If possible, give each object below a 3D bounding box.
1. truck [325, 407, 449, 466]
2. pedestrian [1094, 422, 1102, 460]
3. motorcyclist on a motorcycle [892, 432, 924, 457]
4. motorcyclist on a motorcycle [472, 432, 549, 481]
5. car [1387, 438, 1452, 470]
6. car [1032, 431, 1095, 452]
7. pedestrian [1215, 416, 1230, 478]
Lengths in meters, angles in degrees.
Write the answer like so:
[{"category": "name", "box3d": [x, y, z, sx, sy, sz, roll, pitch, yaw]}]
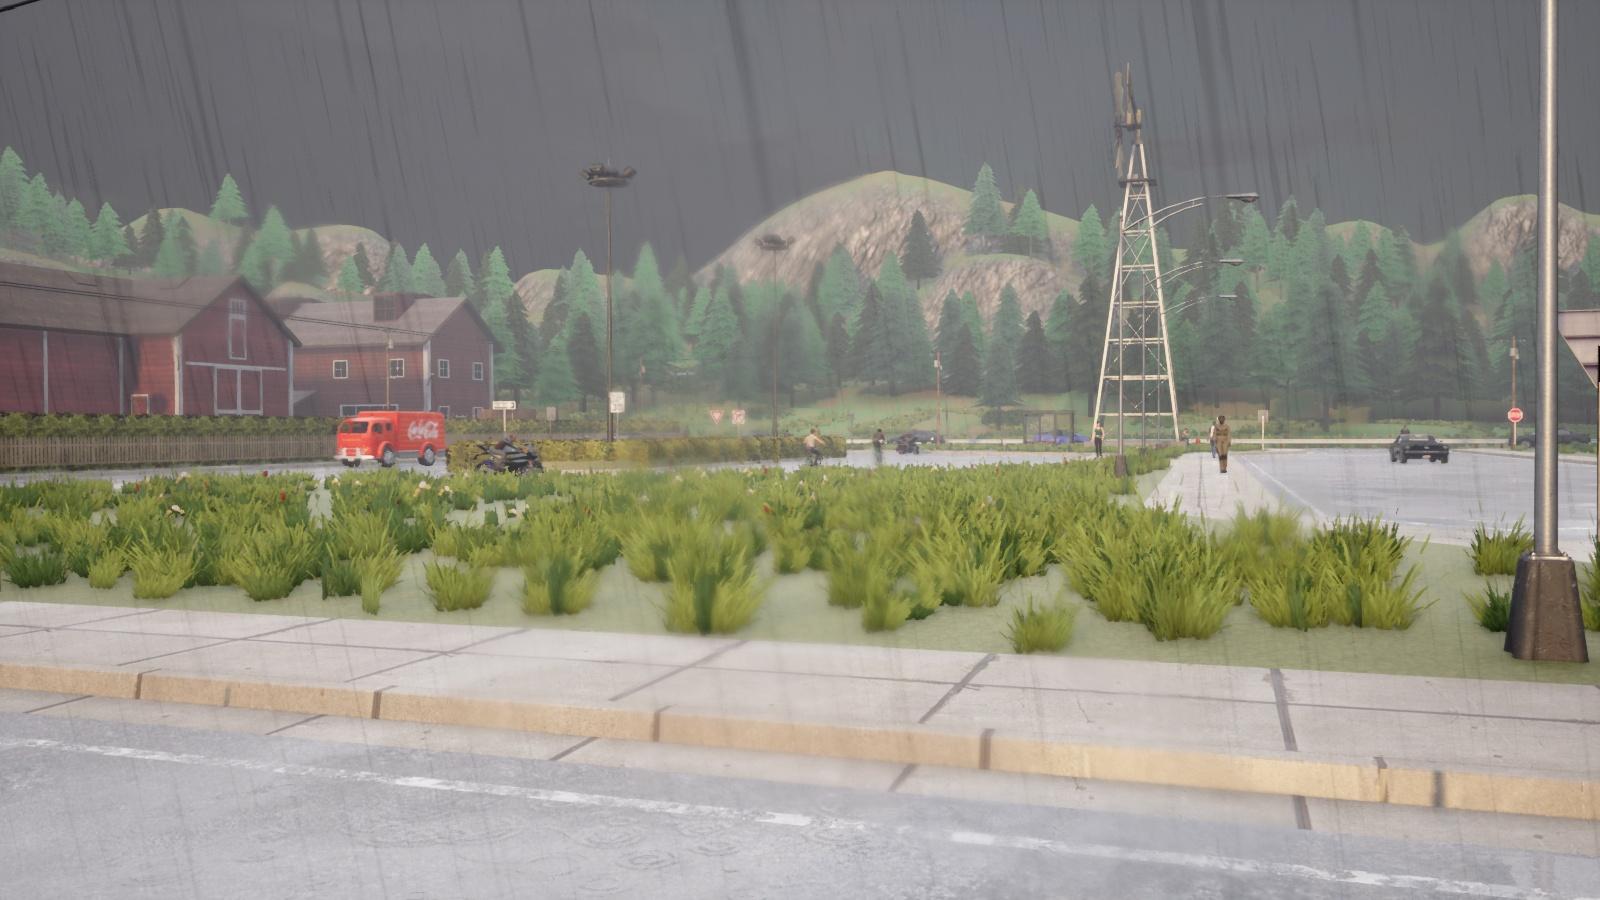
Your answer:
[{"category": "truck", "box3d": [-18.186, -0.618, 55.561, 2.627, 2.467, 5.204, 1, 1, 19]}, {"category": "pedestrian", "box3d": [14.354, -0.436, 60.427, 0.345, 1.836, 0.594, 0, 1, 15]}, {"category": "motorcyclist on a motorcycle", "box3d": [6.686, -0.363, 78.038, 0.866, 1.530, 2.191, -1, 2, -31]}, {"category": "motorcyclist on a motorcycle", "box3d": [-9.079, 0.196, 39.454, 2.191, 1.530, 0.866, 0, 0, 2]}, {"category": "car", "box3d": [27.278, 0.142, 55.395, 1.895, 1.301, 4.718, 1, 1, 18]}, {"category": "car", "box3d": [20.096, -0.683, 95.659, 4.514, 1.525, 2.007, 1, 1, 19]}, {"category": "pedestrian", "box3d": [13.196, -0.096, 39.207, 0.396, 1.930, 0.692, 0, 1, 17]}]
